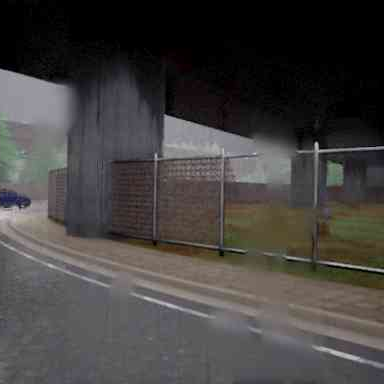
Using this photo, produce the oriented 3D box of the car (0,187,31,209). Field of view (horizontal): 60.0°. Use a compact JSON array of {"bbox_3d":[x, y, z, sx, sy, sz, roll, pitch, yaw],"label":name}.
[{"bbox_3d":[-17.108,0.558,29.572,2.150,2.045,5.566,0,0,20],"label":"car"}]
